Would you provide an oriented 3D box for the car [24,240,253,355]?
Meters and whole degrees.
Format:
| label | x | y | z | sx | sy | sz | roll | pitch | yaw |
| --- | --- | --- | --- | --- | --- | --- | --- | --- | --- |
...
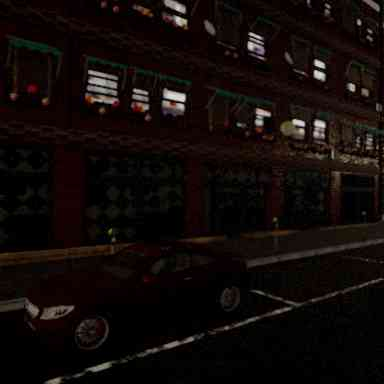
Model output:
| label | x | y | z | sx | sy | sz | roll | pitch | yaw |
| --- | --- | --- | --- | --- | --- | --- | --- | --- | --- |
| car | -0.704 | 1.585 | 6.045 | 4.206 | 1.307 | 1.802 | 0 | 1 | -35 |
